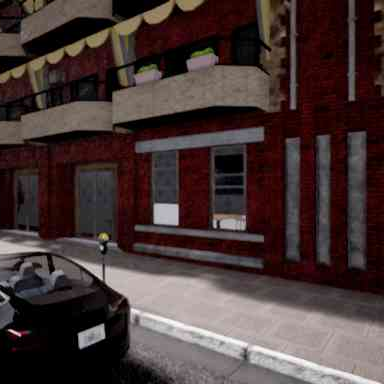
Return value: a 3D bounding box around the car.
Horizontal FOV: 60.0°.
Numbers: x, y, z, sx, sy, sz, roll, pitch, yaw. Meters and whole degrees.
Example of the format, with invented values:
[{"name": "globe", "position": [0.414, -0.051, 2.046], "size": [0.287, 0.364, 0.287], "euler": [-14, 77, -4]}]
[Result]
[{"name": "car", "position": [-2.737, 1.520, 4.680], "size": [4.313, 1.339, 1.947], "euler": [1, 0, 35]}]
